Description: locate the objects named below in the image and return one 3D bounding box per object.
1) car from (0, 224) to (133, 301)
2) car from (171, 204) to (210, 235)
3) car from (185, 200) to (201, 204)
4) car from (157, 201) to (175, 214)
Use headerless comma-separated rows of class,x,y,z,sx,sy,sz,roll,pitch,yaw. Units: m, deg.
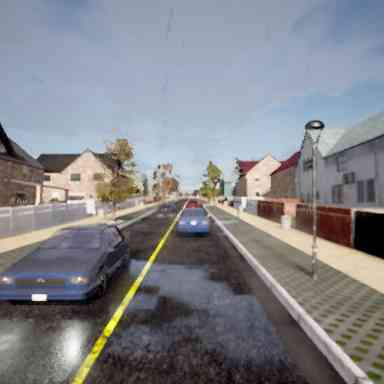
car,-2.829,1.586,8.829,2.033,1.411,5.357,0,0,0
car,0.083,1.632,19.369,2.033,1.411,5.357,0,0,0
car,0.111,1.710,42.186,1.812,1.442,4.674,0,0,0
car,-2.828,1.729,37.778,1.994,1.385,4.181,0,0,0
